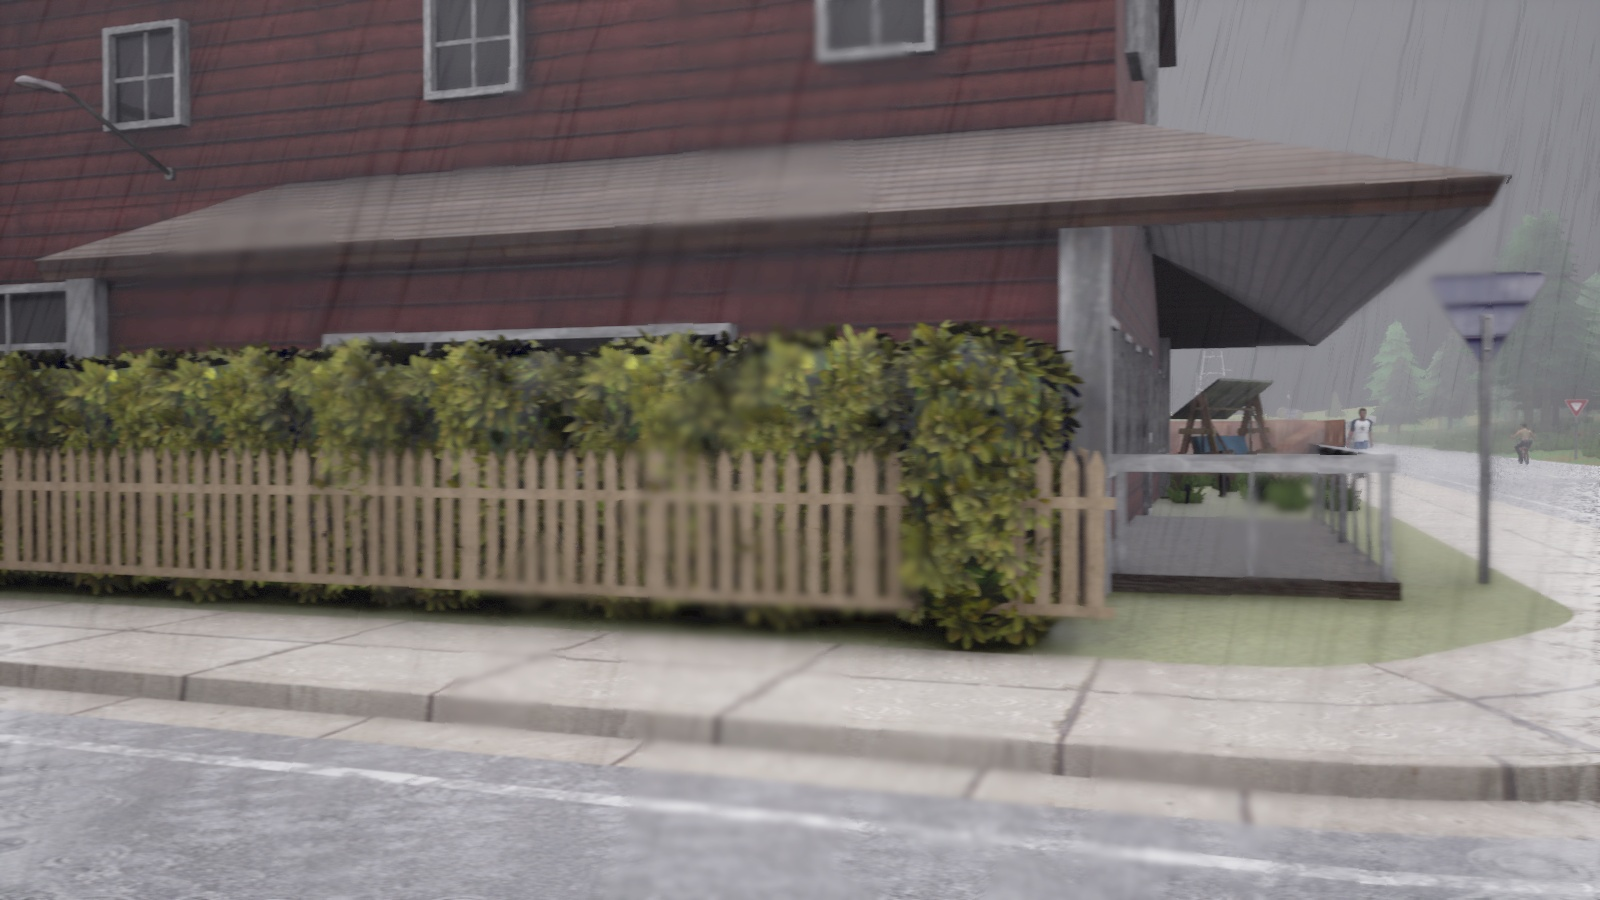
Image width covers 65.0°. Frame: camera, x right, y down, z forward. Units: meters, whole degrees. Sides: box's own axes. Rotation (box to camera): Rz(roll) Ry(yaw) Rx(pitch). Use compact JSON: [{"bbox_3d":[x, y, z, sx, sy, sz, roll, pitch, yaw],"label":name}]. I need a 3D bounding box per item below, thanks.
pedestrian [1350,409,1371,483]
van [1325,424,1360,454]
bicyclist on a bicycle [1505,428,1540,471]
[{"bbox_3d":[14.037,-0.101,31.464,0.354,1.836,0.706,1,1,16],"label":"pedestrian"},{"bbox_3d":[36.222,-0.747,83.930,1.775,1.987,4.442,1,1,19],"label":"van"},{"bbox_3d":[27.943,-0.028,48.615,0.866,1.612,1.509,1,1,18],"label":"bicyclist on a bicycle"}]
